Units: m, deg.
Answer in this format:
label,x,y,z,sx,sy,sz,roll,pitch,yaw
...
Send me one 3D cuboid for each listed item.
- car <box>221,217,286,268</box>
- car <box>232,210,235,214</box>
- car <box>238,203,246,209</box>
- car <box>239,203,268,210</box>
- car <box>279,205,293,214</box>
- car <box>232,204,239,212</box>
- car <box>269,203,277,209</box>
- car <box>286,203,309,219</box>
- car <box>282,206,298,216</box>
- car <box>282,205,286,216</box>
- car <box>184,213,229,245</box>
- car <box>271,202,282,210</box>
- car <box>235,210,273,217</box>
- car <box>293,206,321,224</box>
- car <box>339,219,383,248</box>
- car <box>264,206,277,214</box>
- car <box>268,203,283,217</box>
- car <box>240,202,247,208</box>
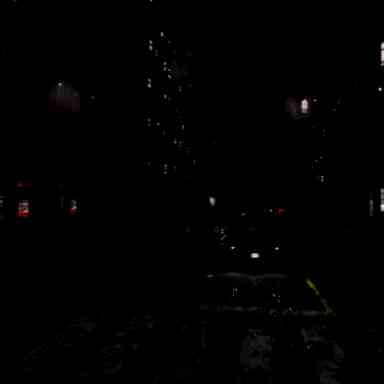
label,x,y,z,sx,sy,sz,roll,pitch,yaw
car,2.343,1.875,12.504,1.994,1.385,4.181,0,-1,10
car,1.793,2.166,23.376,1.802,1.307,4.206,-1,-2,10
car,12.603,3.561,83.263,1.752,1.417,4.829,-1,-2,10
car,5.913,2.143,32.220,2.097,1.767,4.553,0,-1,10
car,15.465,2.903,54.755,1.802,1.307,4.206,-1,-2,10
car,7.704,2.820,56.136,1.967,1.590,4.097,-1,-2,10
car,21.407,3.642,87.678,1.752,1.417,4.829,-1,-2,10
car,12.505,2.239,38.384,2.192,1.841,5.009,-1,-2,10
car,14.480,2.771,49.295,1.802,1.307,4.206,-1,-2,10
car,13.494,2.607,43.837,2.008,1.369,4.403,-1,-2,10
car,0.806,1.891,17.921,1.967,1.590,4.097,-1,-2,10
car,19.403,3.164,76.599,2.192,1.841,5.009,-1,-2,10
car,4.107,2.114,22.285,1.994,1.385,4.181,0,-1,10
car,11.523,2.357,32.918,1.947,1.339,4.313,-1,-2,10
car,8.571,1.974,16.540,1.802,1.307,4.206,-1,-2,10
car,13.136,2.953,55.700,1.895,1.301,4.718,0,-1,10
car,11.405,2.644,46.046,1.812,1.442,4.674,0,-1,10
car,14.602,3.743,94.351,1.967,1.590,4.097,-1,-2,10
